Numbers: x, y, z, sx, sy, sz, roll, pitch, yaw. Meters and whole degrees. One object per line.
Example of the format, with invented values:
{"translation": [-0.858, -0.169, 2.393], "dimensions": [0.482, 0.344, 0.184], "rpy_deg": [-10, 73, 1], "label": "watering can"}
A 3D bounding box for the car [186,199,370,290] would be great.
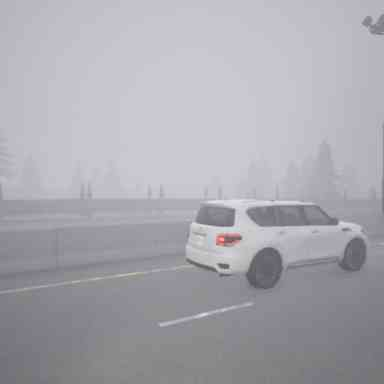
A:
{"translation": [2.500, 1.216, 9.251], "dimensions": [5.566, 2.045, 2.150], "rpy_deg": [0, 0, -31], "label": "car"}

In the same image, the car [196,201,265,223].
{"translation": [2.959, 1.475, 25.479], "dimensions": [5.008, 1.535, 1.882], "rpy_deg": [0, 0, -25], "label": "car"}
